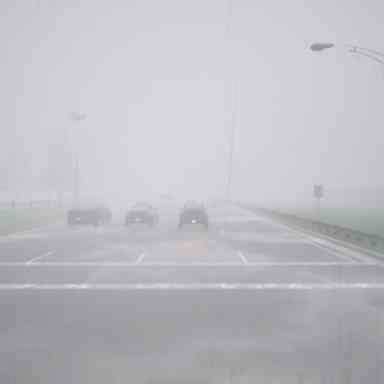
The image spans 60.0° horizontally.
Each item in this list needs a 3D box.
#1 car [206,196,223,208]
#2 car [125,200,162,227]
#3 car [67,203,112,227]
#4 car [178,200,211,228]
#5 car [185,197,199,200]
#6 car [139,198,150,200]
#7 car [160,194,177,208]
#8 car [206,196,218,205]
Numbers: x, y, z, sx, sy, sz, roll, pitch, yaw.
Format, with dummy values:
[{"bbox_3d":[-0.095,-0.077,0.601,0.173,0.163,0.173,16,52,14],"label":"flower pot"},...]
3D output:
[{"bbox_3d":[3.505,1.597,48.897,1.994,1.385,4.181,0,0,0],"label":"car"},{"bbox_3d":[-3.412,1.541,23.036,1.812,1.442,4.674,0,0,0],"label":"car"},{"bbox_3d":[-6.899,1.493,22.857,1.882,1.535,5.008,0,0,0],"label":"car"},{"bbox_3d":[0.102,1.520,22.500,1.837,1.490,4.892,0,0,0],"label":"car"},{"bbox_3d":[0.018,1.511,49.564,1.882,1.535,5.008,0,0,0],"label":"car"},{"bbox_3d":[-6.991,1.581,48.967,2.033,1.411,5.357,0,0,0],"label":"car"},{"bbox_3d":[-3.491,1.256,48.924,2.150,2.045,5.566,0,0,0],"label":"car"},{"bbox_3d":[3.506,1.517,58.900,1.882,1.535,5.008,0,0,0],"label":"car"}]
